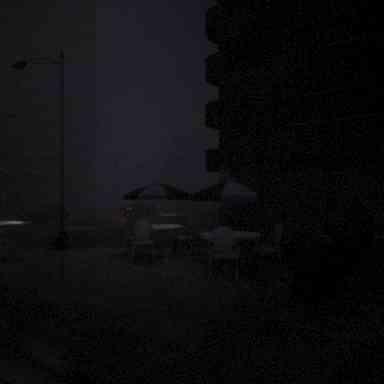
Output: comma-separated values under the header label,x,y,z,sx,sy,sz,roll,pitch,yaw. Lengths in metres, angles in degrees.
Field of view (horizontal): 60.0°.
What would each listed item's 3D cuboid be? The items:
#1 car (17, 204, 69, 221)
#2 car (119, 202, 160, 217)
label,x,y,z,sx,sy,sz,roll,pitch,yaw
car,-13.140,1.788,29.570,1.994,1.385,4.181,0,0,37
car,-5.300,1.748,33.865,1.812,1.442,4.674,0,-1,37
